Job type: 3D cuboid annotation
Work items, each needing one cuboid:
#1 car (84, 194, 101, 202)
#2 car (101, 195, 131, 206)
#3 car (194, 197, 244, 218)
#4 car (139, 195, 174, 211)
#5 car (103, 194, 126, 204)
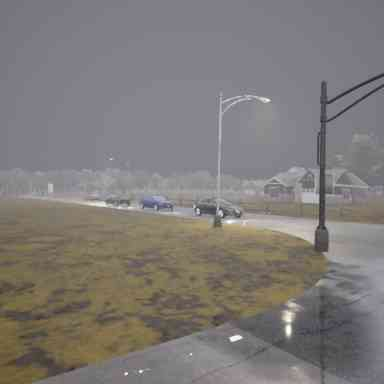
[{"bbox_3d":[-18.201,1.007,61.129,2.033,1.411,5.357,2,-1,-35],"label":"car"},{"bbox_3d":[-9.541,1.108,42.755,1.895,1.301,4.718,2,-1,-35],"label":"car"},{"bbox_3d":[2.039,1.227,26.452,1.837,1.490,4.892,2,0,-35],"label":"car"},{"bbox_3d":[-3.754,1.084,34.600,1.882,1.535,5.008,2,0,-36],"label":"car"},{"bbox_3d":[-12.404,1.088,52.977,1.994,1.385,4.181,2,-1,-35],"label":"car"}]
